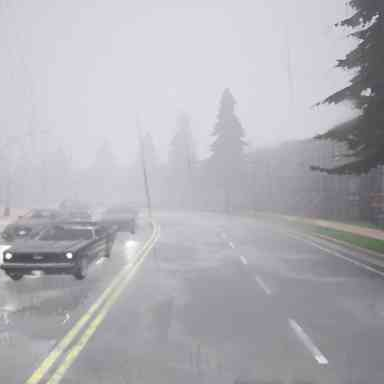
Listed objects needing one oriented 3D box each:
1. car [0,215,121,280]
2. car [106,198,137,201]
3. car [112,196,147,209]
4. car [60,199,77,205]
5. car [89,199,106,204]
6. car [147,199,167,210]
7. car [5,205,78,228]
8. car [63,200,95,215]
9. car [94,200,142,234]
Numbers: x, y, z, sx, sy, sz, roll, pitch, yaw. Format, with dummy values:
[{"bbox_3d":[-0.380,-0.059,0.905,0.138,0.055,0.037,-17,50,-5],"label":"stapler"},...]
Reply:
[{"bbox_3d":[-3.677,1.604,10.077,1.895,1.301,4.718,0,0,-1],"label":"car"},{"bbox_3d":[-6.204,1.552,29.426,2.033,1.411,5.357,0,0,-19],"label":"car"},{"bbox_3d":[-7.905,1.483,41.328,1.882,1.535,5.008,0,0,-35],"label":"car"},{"bbox_3d":[-13.047,1.502,35.977,2.128,1.511,4.902,0,0,-30],"label":"car"},{"bbox_3d":[-14.465,1.612,49.244,4.718,1.301,1.895,0,0,43],"label":"car"},{"bbox_3d":[-5.228,1.603,43.617,1.895,1.301,4.718,0,0,-35],"label":"car"},{"bbox_3d":[-7.413,1.571,16.378,1.994,1.385,4.181,0,0,-2],"label":"car"},{"bbox_3d":[-8.932,1.608,26.423,1.895,1.301,4.718,0,0,-17],"label":"car"},{"bbox_3d":[-4.102,1.480,19.252,1.882,1.535,5.008,0,0,-6],"label":"car"}]
